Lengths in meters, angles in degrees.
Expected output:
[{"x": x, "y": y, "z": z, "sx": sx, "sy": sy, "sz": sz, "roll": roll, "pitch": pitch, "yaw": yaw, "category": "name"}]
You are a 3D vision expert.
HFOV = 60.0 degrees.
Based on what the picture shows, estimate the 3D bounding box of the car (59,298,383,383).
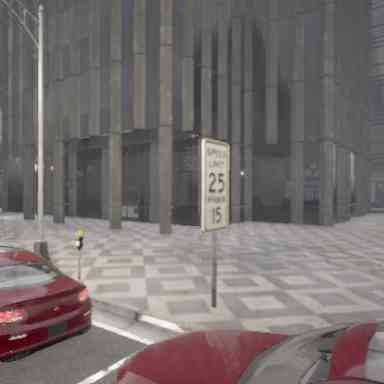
[{"x": 1.222, "y": 1.581, "z": 2.093, "sx": 4.206, "sy": 1.307, "sz": 1.802, "roll": 0, "pitch": 0, "yaw": 35, "category": "car"}]

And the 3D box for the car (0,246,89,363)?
[{"x": -3.356, "y": 1.553, "z": 5.351, "sx": 4.206, "sy": 1.307, "sz": 1.802, "roll": 0, "pitch": 0, "yaw": 35, "category": "car"}]
